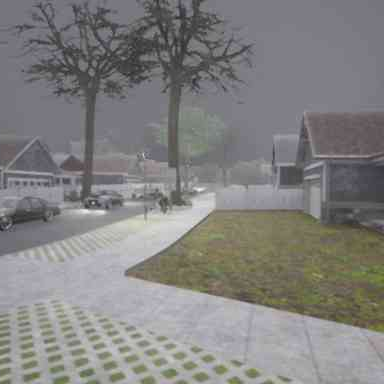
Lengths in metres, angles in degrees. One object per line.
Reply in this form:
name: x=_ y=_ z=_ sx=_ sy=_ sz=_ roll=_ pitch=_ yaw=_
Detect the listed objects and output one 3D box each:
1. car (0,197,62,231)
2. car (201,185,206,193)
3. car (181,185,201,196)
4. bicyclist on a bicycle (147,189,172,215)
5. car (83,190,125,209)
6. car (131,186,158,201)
car: x=-8.853 y=0.957 z=16.813 sx=2.033 sy=1.411 sz=5.357 roll=1 pitch=3 yaw=12
car: x=1.233 y=-0.477 z=55.920 sx=1.895 sy=1.301 sz=4.718 roll=1 pitch=2 yaw=10
car: x=-0.497 y=-0.124 z=46.066 sx=1.895 sy=1.301 sz=4.718 roll=1 pitch=2 yaw=11
bicyclist on a bicycle: x=-2.060 y=0.613 z=20.876 sx=1.656 sy=1.620 sz=0.582 roll=1 pitch=2 yaw=10
car: x=-6.972 y=0.547 z=26.657 sx=1.994 sy=1.385 sz=4.181 roll=1 pitch=3 yaw=11
car: x=-5.145 y=0.079 z=36.653 sx=2.128 sy=1.511 sz=4.902 roll=1 pitch=2 yaw=10
